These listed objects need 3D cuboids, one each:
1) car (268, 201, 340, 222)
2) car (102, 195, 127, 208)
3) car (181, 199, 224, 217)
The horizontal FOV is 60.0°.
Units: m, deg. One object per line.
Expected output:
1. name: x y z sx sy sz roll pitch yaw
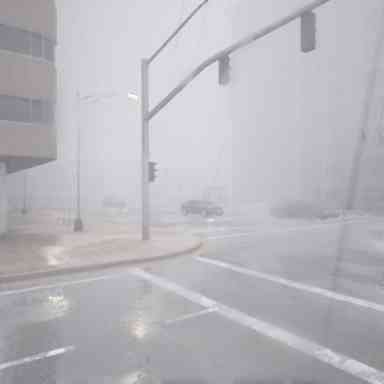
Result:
1. car: 8.489 1.434 25.608 2.033 1.411 5.357 0 0 -37
2. car: -10.786 1.258 45.930 2.097 1.767 4.553 0 0 -36
3. car: 0.850 1.408 29.827 1.837 1.490 4.892 0 1 -36
